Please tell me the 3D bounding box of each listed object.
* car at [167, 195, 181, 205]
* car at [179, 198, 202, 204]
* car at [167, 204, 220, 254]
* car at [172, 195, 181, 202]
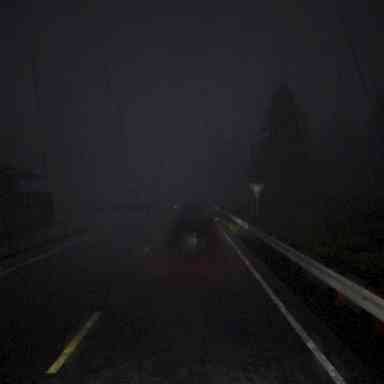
[{"bbox_3d":[-3.512,1.585,60.493,1.895,1.301,4.718,0,0,1],"label":"car"},{"bbox_3d":[0.106,1.452,30.530,1.882,1.535,5.008,1,0,0],"label":"car"},{"bbox_3d":[0.070,1.474,13.440,1.882,1.535,5.008,0,0,0],"label":"car"},{"bbox_3d":[-3.473,1.384,75.580,1.812,1.442,4.674,0,0,0],"label":"car"}]
